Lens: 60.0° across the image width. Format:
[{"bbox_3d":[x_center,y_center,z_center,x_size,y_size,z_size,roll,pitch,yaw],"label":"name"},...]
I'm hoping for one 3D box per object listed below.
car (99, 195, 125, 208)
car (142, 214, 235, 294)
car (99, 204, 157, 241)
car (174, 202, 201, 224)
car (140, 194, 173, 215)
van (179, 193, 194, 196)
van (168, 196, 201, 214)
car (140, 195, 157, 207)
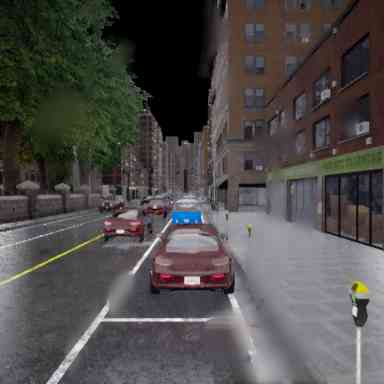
[{"bbox_3d":[-8.815,1.291,36.940,2.192,1.841,5.009,0,0,0],"label":"car"},{"bbox_3d":[0.004,1.524,8.650,1.812,1.442,4.674,0,0,0],"label":"car"},{"bbox_3d":[-3.047,1.520,16.457,1.812,1.442,4.674,0,0,0],"label":"car"},{"bbox_3d":[-0.290,1.532,25.659,1.887,1.381,4.507,0,0,0],"label":"car"},{"bbox_3d":[-3.145,1.335,30.433,2.097,1.767,4.553,0,0,0],"label":"car"},{"bbox_3d":[-0.290,1.317,36.980,1.690,1.788,3.998,0,0,0],"label":"van"},{"bbox_3d":[-0.290,1.333,19.998,1.690,1.788,3.998,0,0,0],"label":"van"},{"bbox_3d":[-6.145,1.245,47.438,1.882,1.535,5.008,0,0,0],"label":"car"}]
